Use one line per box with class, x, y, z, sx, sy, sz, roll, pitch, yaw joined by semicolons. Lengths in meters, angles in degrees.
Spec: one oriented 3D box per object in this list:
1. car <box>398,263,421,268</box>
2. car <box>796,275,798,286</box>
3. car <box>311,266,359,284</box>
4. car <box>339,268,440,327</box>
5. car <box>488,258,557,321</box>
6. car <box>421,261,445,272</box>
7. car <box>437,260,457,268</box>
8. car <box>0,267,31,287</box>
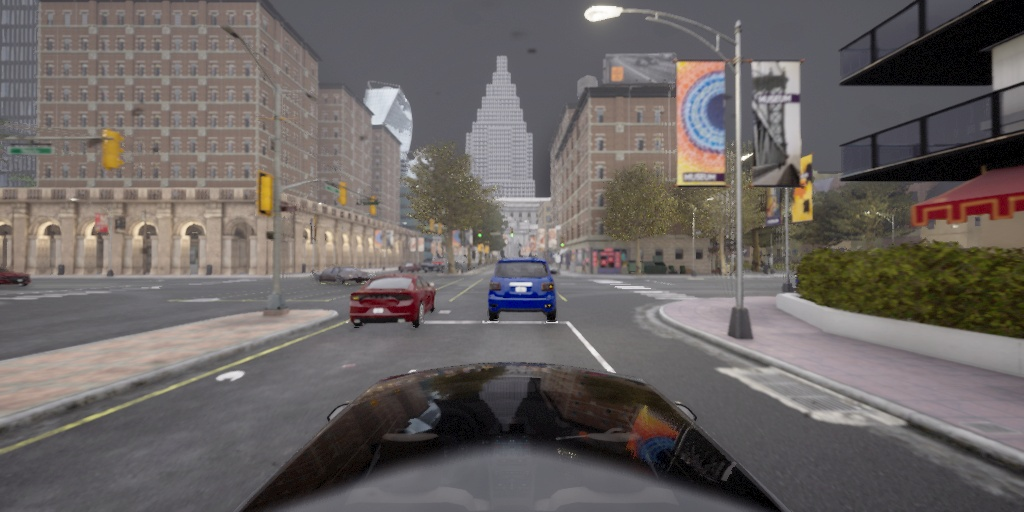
car;-14.992;1.744;52.973;1.812;1.442;4.674;0;-1;0
car;20.419;1.415;22.098;5.008;1.535;1.882;0;-1;0
car;-14.089;1.549;29.287;5.357;1.411;2.033;0;-1;30
car;-3.721;1.322;11.969;1.882;1.535;5.008;0;-1;-4
car;0.467;1.079;13.110;2.150;2.045;5.566;0;0;4
car;-11.492;1.780;52.729;1.994;1.385;4.181;0;-1;0
car;-11.491;1.856;62.777;2.033;1.411;5.357;0;-1;0
car;-37.161;1.442;25.261;5.008;1.535;1.882;0;-1;0
